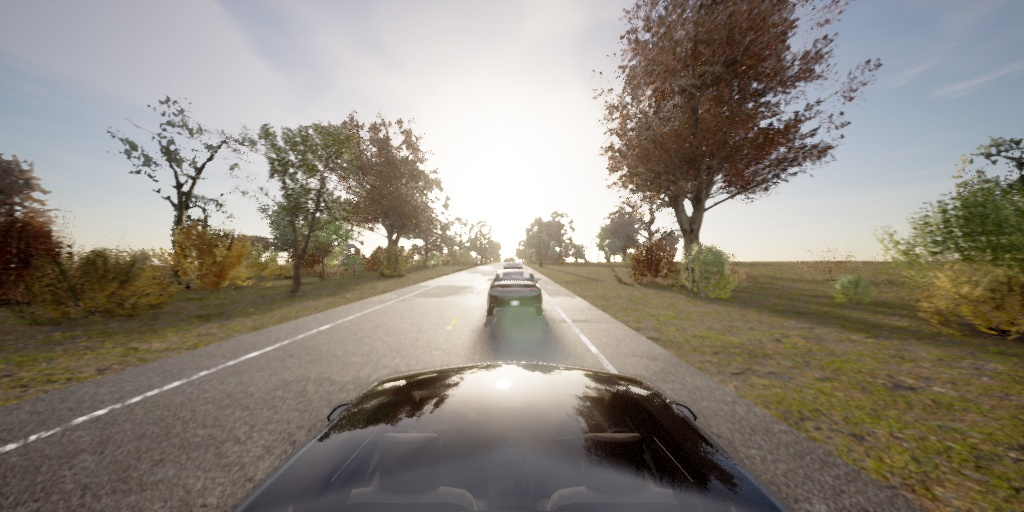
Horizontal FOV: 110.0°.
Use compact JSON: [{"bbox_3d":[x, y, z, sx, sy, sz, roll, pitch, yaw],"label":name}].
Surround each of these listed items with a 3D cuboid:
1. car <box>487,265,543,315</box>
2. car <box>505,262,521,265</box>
[{"bbox_3d":[0.095,1.250,13.535,2.128,1.511,4.902,0,0,0],"label":"car"},{"bbox_3d":[0.097,1.279,34.631,1.882,1.535,5.008,0,0,0],"label":"car"}]
